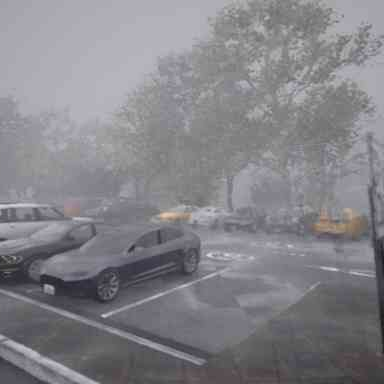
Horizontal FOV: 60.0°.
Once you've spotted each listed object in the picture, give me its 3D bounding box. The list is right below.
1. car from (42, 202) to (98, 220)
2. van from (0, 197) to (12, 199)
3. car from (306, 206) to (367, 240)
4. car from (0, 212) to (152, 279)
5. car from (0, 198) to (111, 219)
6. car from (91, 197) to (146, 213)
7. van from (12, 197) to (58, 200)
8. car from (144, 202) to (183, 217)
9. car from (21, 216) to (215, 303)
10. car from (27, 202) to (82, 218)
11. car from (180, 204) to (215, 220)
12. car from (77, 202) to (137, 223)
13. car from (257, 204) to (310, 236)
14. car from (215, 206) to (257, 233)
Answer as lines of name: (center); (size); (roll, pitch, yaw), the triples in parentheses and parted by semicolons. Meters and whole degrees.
car: (-11.959, 1.769, 32.787); (2.163, 1.488, 4.792); (0, 0, 36)
van: (-20.767, 1.632, 39.292); (1.878, 1.987, 4.442); (-1, 0, 36)
car: (8.195, 1.630, 18.111); (2.097, 1.535, 5.008); (0, 0, 36)
car: (-3.873, 1.661, 10.723); (2.097, 1.535, 5.008); (0, 0, 36)
car: (-6.107, 1.421, 12.373); (2.435, 2.045, 5.566); (0, 0, 36)
car: (-5.135, 1.445, 27.832); (2.435, 2.045, 5.566); (0, 0, 36)
van: (-16.404, 1.564, 35.846); (1.878, 1.987, 4.442); (-1, 0, 36)
car: (-0.778, 1.671, 24.404); (1.946, 1.575, 5.366); (0, 0, 36)
car: (-1.647, 1.679, 9.063); (2.163, 1.488, 4.792); (0, 0, 36)
car: (-14.094, 1.791, 34.338); (2.163, 1.488, 4.792); (-1, 0, 36)
car: (1.572, 1.703, 22.924); (2.002, 1.452, 4.674); (0, 0, 36)
car: (-7.408, 1.737, 29.413); (2.163, 1.488, 4.792); (0, 0, 36)
car: (5.973, 1.515, 19.769); (2.185, 1.767, 4.553); (0, 0, 36)
car: (3.797, 1.681, 21.274); (2.163, 1.488, 4.792); (0, 0, 36)
